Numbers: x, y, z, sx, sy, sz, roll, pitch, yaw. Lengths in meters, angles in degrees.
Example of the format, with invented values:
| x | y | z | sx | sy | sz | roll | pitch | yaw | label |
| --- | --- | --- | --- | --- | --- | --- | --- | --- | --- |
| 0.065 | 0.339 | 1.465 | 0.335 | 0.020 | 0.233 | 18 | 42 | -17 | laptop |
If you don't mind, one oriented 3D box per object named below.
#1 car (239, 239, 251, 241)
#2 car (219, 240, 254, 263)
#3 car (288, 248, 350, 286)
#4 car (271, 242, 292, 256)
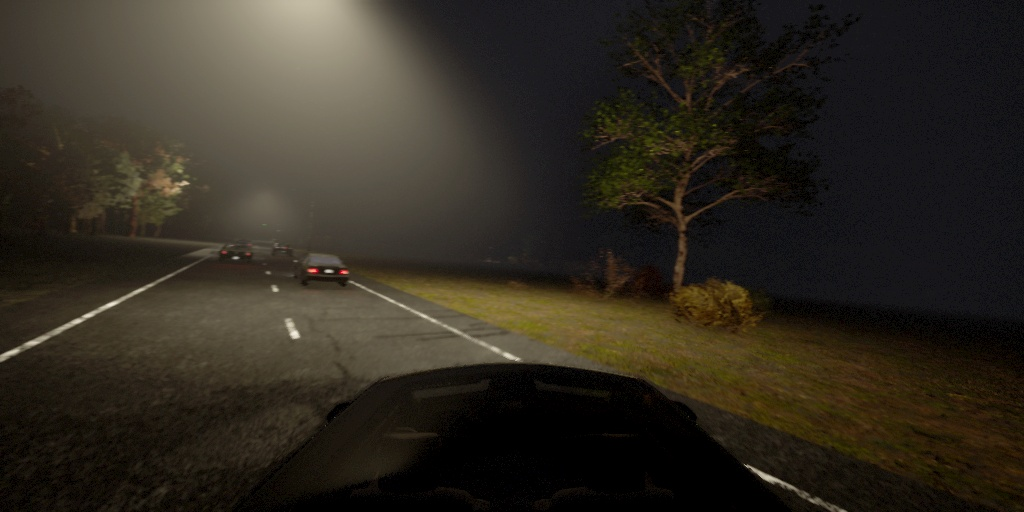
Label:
| x | y | z | sx | sy | sz | roll | pitch | yaw | label |
| --- | --- | --- | --- | --- | --- | --- | --- | --- | --- |
| -34.587 | -1.495 | 46.330 | 2.033 | 1.411 | 5.357 | 5 | 0 | -36 | car |
| -19.914 | -0.261 | 26.025 | 1.895 | 1.301 | 4.718 | 5 | 0 | -36 | car |
| -9.178 | 0.577 | 17.142 | 2.033 | 1.411 | 5.357 | 5 | 0 | -36 | car |
| -25.003 | -0.747 | 39.035 | 2.128 | 1.511 | 4.902 | 5 | 0 | -36 | car |
